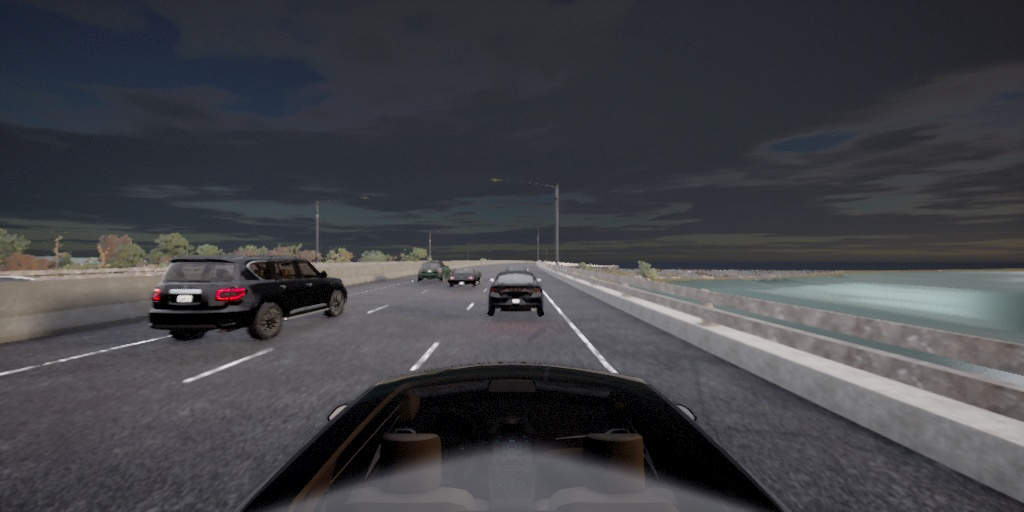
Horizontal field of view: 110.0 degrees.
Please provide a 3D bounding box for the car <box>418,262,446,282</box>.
[{"bbox_3d":[-6.658,1.272,31.315,2.097,1.767,4.553,0,0,1],"label":"car"}]

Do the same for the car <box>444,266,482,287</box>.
[{"bbox_3d":[-3.257,1.482,25.665,1.895,1.301,4.718,0,0,1],"label":"car"}]

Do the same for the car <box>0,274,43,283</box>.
[{"bbox_3d":[-17.565,1.339,11.615,1.812,1.442,4.674,0,0,0],"label":"car"}]

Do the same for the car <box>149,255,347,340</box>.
[{"bbox_3d":[-6.892,1.018,10.248,2.150,2.045,5.566,0,0,0],"label":"car"}]

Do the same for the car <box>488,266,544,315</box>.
[{"bbox_3d":[0.141,1.290,13.893,1.882,1.535,5.008,0,0,0],"label":"car"}]
